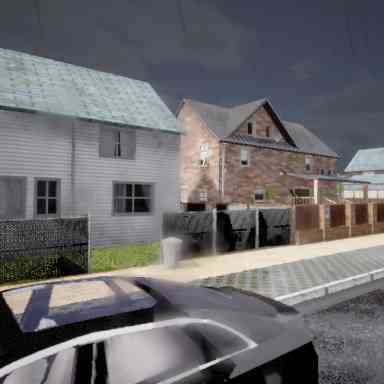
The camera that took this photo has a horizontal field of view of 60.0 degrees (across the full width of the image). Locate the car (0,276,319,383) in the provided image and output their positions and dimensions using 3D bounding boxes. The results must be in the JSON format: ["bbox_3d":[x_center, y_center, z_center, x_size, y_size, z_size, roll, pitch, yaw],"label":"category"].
[{"bbox_3d":[-1.141,1.491,2.255,4.902,1.511,2.128,0,0,-35],"label":"car"}]
